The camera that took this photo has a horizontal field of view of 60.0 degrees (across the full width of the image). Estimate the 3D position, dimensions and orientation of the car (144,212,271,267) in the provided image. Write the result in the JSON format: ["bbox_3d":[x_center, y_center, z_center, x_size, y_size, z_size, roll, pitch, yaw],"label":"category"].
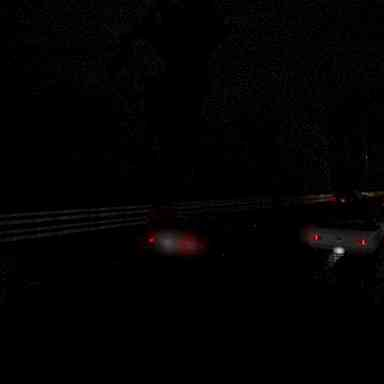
[{"bbox_3d":[0.787,1.370,10.827,2.033,1.411,5.357,1,1,34],"label":"car"}]

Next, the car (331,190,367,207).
[{"bbox_3d":[14.229,0.797,30.029,2.150,2.045,5.566,1,1,36],"label":"car"}]

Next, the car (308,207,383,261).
[{"bbox_3d":[5.661,1.430,11.762,1.895,1.301,4.718,1,1,34],"label":"car"}]

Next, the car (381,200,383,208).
[{"bbox_3d":[17.212,1.146,28.179,1.812,1.442,4.674,1,1,36],"label":"car"}]
